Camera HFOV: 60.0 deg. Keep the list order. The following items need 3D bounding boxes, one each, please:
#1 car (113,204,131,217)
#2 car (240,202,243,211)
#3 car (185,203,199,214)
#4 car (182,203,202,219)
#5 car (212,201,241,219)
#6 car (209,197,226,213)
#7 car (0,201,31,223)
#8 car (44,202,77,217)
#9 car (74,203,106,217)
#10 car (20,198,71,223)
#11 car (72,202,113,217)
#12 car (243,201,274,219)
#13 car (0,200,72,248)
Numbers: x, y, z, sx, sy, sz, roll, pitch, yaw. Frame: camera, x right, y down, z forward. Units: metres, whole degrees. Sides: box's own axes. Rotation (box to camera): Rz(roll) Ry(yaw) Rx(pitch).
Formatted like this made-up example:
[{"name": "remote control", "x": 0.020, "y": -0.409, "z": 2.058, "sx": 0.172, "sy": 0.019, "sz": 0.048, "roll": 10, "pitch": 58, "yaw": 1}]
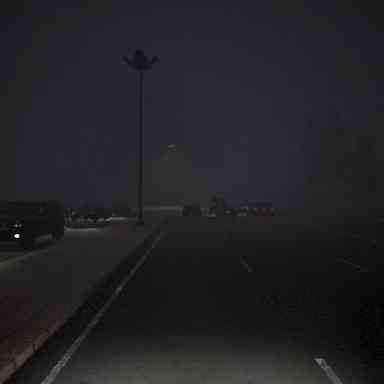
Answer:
[{"name": "car", "x": -8.017, "y": 1.981, "z": 36.719, "sx": 2.033, "sy": 1.411, "sz": 5.357, "roll": 0, "pitch": -1, "yaw": 1}, {"name": "car", "x": 7.003, "y": 2.072, "z": 44.483, "sx": 2.033, "sy": 1.411, "sz": 5.357, "roll": 0, "pitch": -1, "yaw": 0}, {"name": "car", "x": 0.005, "y": 2.128, "z": 44.701, "sx": 1.895, "sy": 1.301, "sz": 4.718, "roll": 0, "pitch": -1, "yaw": 0}, {"name": "car", "x": 0.002, "y": 1.894, "z": 34.064, "sx": 2.128, "sy": 1.511, "sz": 4.902, "roll": 0, "pitch": -1, "yaw": 0}, {"name": "car", "x": 3.502, "y": 1.971, "z": 34.479, "sx": 1.994, "sy": 1.385, "sz": 4.181, "roll": 0, "pitch": -1, "yaw": 0}, {"name": "car", "x": 3.503, "y": 1.747, "z": 44.524, "sx": 2.150, "sy": 2.045, "sz": 5.566, "roll": 0, "pitch": -1, "yaw": 0}, {"name": "car", "x": -14.998, "y": 1.508, "z": 26.458, "sx": 1.882, "sy": 1.535, "sz": 5.008, "roll": 0, "pitch": -1, "yaw": 0}, {"name": "car", "x": -15.001, "y": 1.964, "z": 38.225, "sx": 1.837, "sy": 1.490, "sz": 4.892, "roll": 0, "pitch": -1, "yaw": 0}, {"name": "car", "x": -11.504, "y": 1.996, "z": 37.971, "sx": 2.033, "sy": 1.411, "sz": 5.357, "roll": 0, "pitch": -1, "yaw": 0}, {"name": "car", "x": -11.498, "y": 1.386, "z": 26.490, "sx": 2.097, "sy": 1.767, "sz": 4.553, "roll": 0, "pitch": -1, "yaw": 0}, {"name": "car", "x": -7.998, "y": 1.555, "z": 26.457, "sx": 1.812, "sy": 1.442, "sz": 4.674, "roll": 0, "pitch": -1, "yaw": 0}, {"name": "car", "x": 7.002, "y": 1.759, "z": 34.452, "sx": 2.097, "sy": 1.767, "sz": 4.553, "roll": 0, "pitch": -1, "yaw": 0}, {"name": "car", "x": -8.074, "y": 1.415, "z": 16.195, "sx": 2.150, "sy": 2.045, "sz": 5.566, "roll": 0, "pitch": -1, "yaw": 0}]
